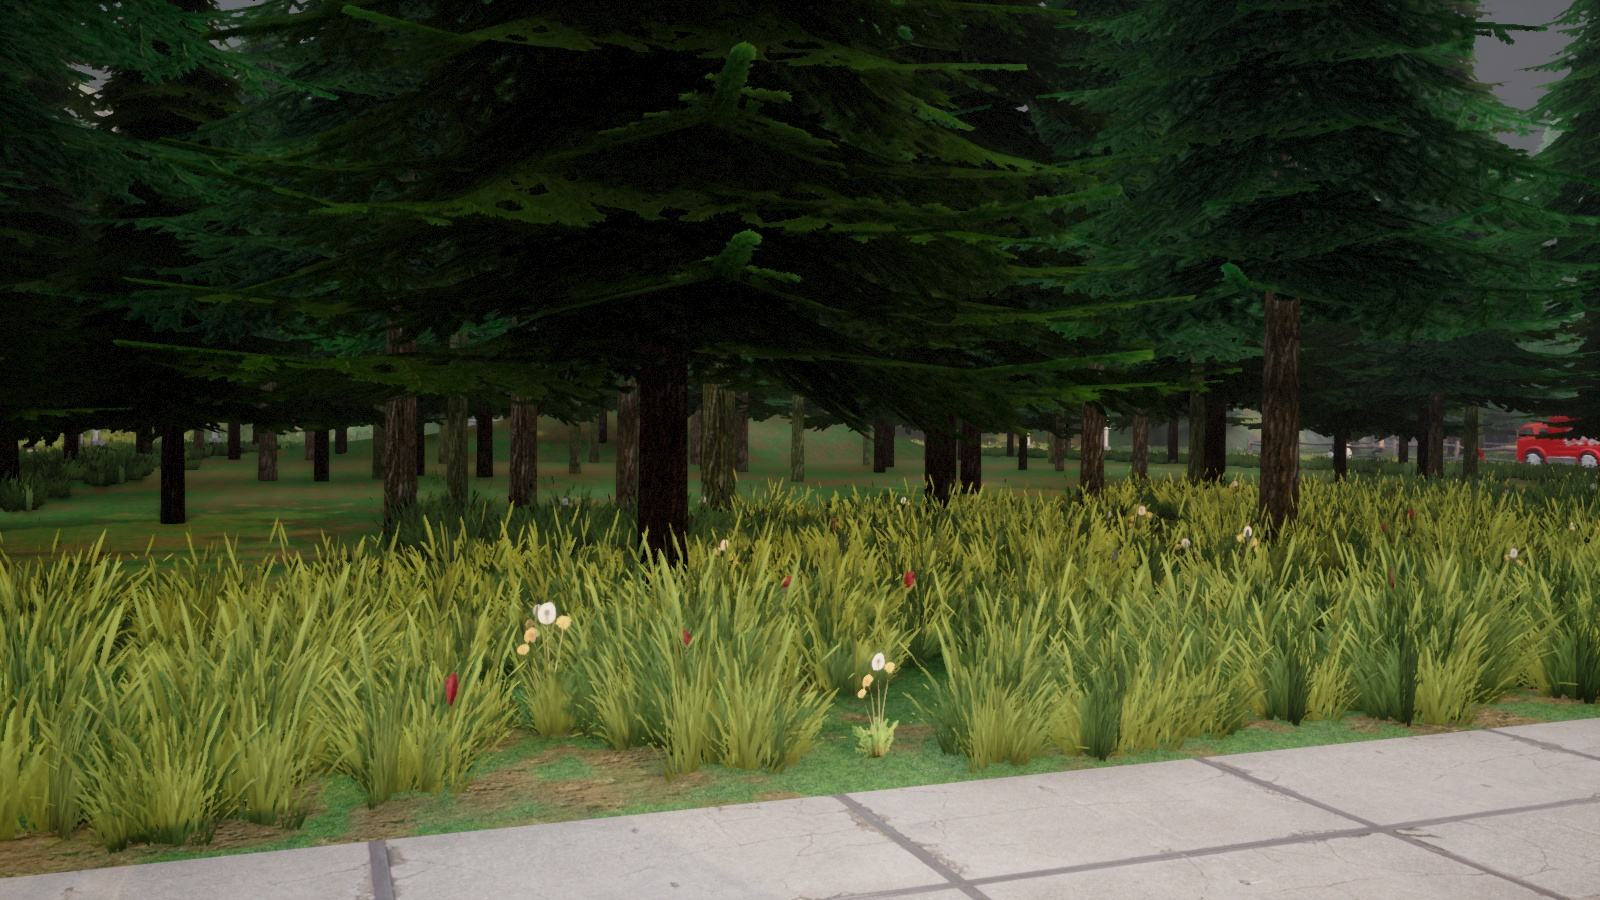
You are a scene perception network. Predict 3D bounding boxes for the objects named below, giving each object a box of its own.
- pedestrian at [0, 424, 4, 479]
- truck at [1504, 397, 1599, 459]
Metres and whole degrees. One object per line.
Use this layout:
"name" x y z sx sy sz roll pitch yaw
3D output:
"pedestrian" -26.954 0.042 41.984 0.354 1.836 0.706 -1 1 -18
"truck" 32.511 -0.916 52.231 2.627 2.467 5.204 -1 1 -20
